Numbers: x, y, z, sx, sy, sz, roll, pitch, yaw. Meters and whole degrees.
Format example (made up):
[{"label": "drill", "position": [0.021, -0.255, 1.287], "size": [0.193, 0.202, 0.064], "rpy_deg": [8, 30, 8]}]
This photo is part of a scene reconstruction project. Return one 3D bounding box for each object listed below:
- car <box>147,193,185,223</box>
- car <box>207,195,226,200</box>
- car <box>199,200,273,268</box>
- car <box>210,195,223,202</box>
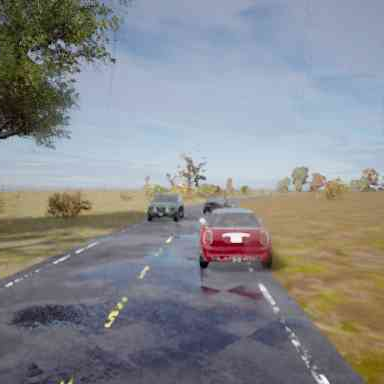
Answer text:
[{"label": "car", "position": [-1.850, 1.122, 25.230], "size": [2.150, 2.045, 5.566], "rpy_deg": [0, 0, 5]}, {"label": "car", "position": [2.237, 1.374, 34.158], "size": [1.837, 1.490, 4.892], "rpy_deg": [0, 1, 8]}, {"label": "car", "position": [1.314, 1.311, 11.286], "size": [2.097, 1.767, 4.553], "rpy_deg": [0, 0, 3]}, {"label": "car", "position": [4.902, 1.322, 65.920], "size": [1.895, 1.301, 4.718], "rpy_deg": [0, 0, 14]}]
